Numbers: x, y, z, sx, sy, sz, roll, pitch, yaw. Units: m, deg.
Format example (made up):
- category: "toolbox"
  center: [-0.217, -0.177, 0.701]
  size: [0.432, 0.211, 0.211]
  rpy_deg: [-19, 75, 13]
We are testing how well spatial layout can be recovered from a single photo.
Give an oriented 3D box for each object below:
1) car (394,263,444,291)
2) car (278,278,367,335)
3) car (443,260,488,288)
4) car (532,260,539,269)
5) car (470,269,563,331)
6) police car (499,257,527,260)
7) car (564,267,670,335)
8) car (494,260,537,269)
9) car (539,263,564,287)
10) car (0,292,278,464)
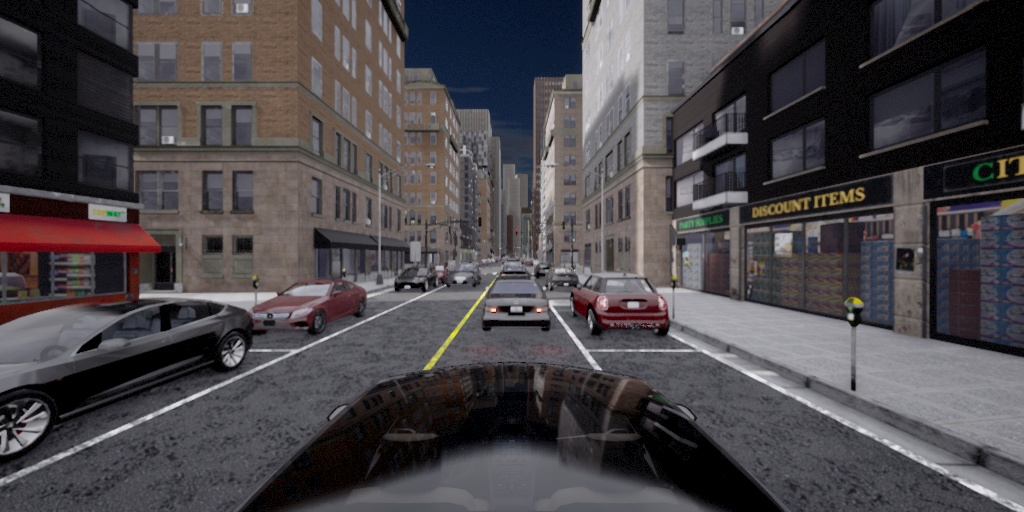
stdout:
- category: "car"
  center: [-5.614, 1.295, 21.445]
  size: [1.948, 1.339, 4.313]
  rpy_deg: [0, 0, 0]
- category: "car"
  center: [-5.646, 1.322, 10.442]
  size: [1.802, 1.307, 4.207]
  rpy_deg: [0, 0, 0]
- category: "car"
  center: [-3.018, 1.218, 23.307]
  size: [2.128, 1.511, 4.902]
  rpy_deg: [0, 0, 0]
- category: "car"
  center: [2.943, 1.284, 32.422]
  size: [1.948, 1.339, 4.313]
  rpy_deg: [0, 0, 0]
- category: "car"
  center: [0.121, 1.287, 10.891]
  size: [2.033, 1.411, 5.357]
  rpy_deg: [0, 0, 0]
- category: "police car"
  center: [0.082, 1.145, 31.433]
  size: [1.930, 1.638, 5.238]
  rpy_deg: [0, 0, 0]
- category: "car"
  center: [2.879, 1.180, 10.417]
  size: [1.967, 1.591, 4.097]
  rpy_deg: [0, 0, 0]
- category: "car"
  center: [0.153, 1.220, 21.413]
  size: [2.128, 1.511, 4.902]
  rpy_deg: [0, 0, 0]
- category: "car"
  center: [2.911, 1.279, 21.420]
  size: [2.007, 1.370, 4.403]
  rpy_deg: [0, 0, 0]
- category: "car"
  center: [-5.663, 1.312, 4.941]
  size: [1.948, 1.339, 4.313]
  rpy_deg: [0, 0, 0]
